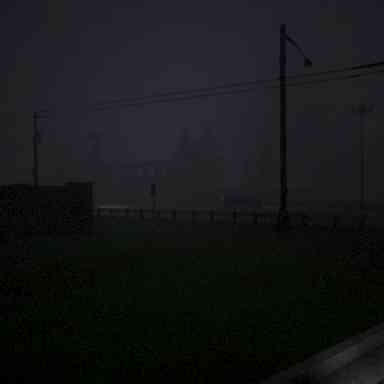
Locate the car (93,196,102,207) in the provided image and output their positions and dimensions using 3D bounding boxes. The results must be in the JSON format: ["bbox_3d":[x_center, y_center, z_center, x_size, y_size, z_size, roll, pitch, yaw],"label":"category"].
[{"bbox_3d":[-16.017,1.399,48.138,4.902,1.511,2.128,0,0,29],"label":"car"}]

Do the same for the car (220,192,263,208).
[{"bbox_3d":[6.483,1.031,43.771,5.566,2.045,2.150,0,1,5],"label":"car"}]

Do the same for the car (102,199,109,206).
[{"bbox_3d":[-15.151,1.395,51.689,4.892,1.490,1.837,0,0,29],"label":"car"}]
